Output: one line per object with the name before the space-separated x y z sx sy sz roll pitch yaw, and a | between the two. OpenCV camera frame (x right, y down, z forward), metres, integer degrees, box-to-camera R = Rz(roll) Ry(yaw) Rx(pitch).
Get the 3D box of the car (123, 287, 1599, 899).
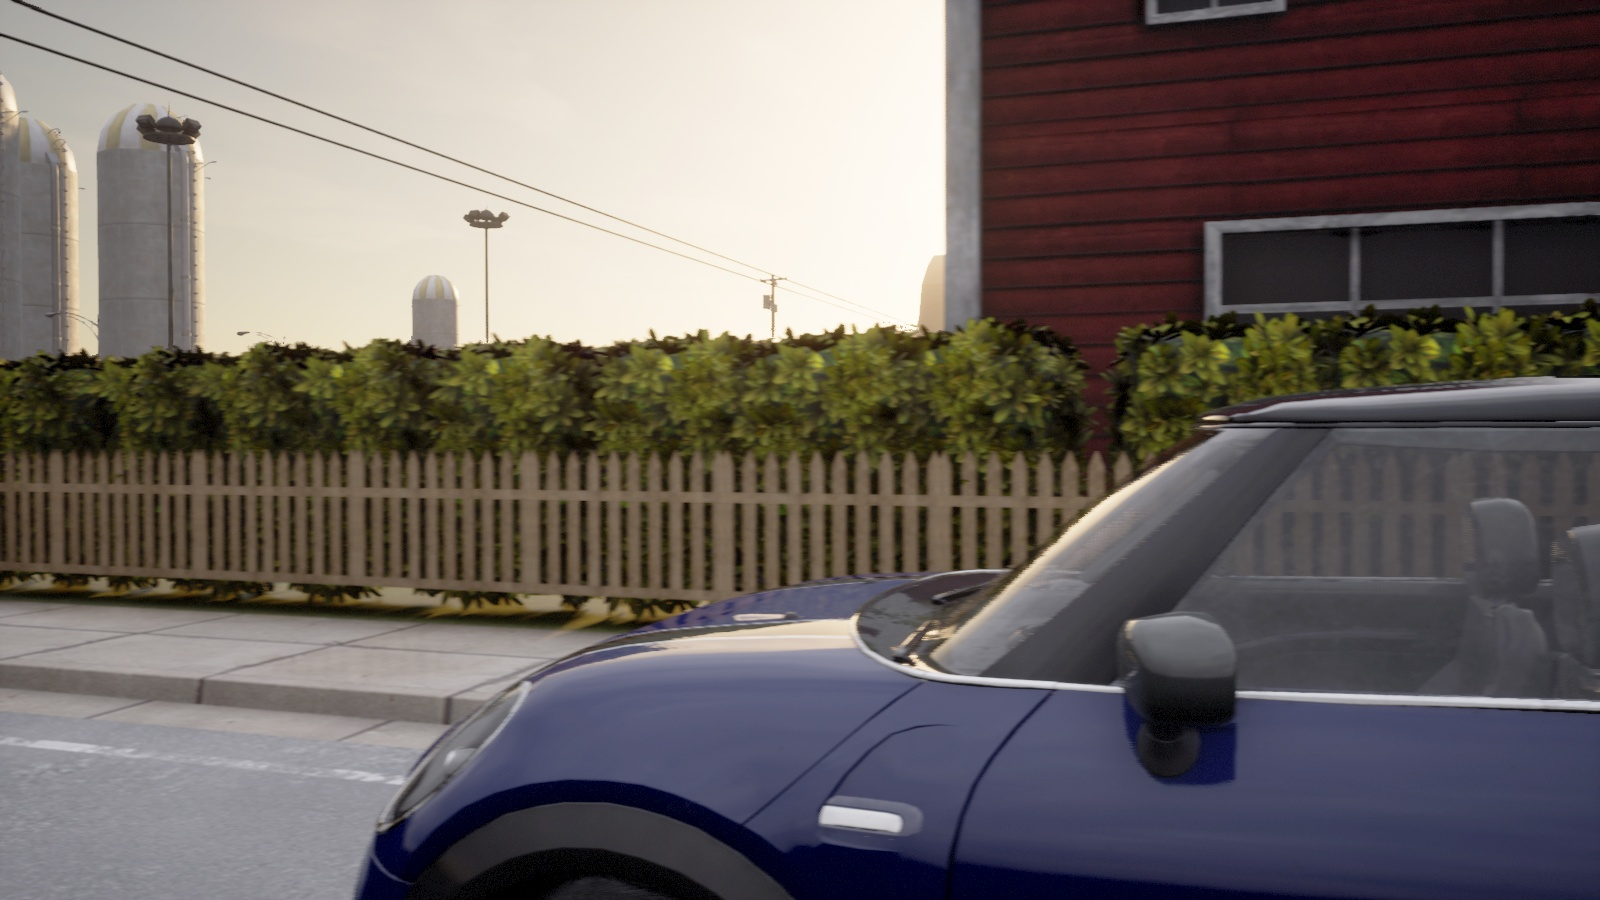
car | 1.125 0.644 2.813 4.553 1.767 2.097 1 1 19
